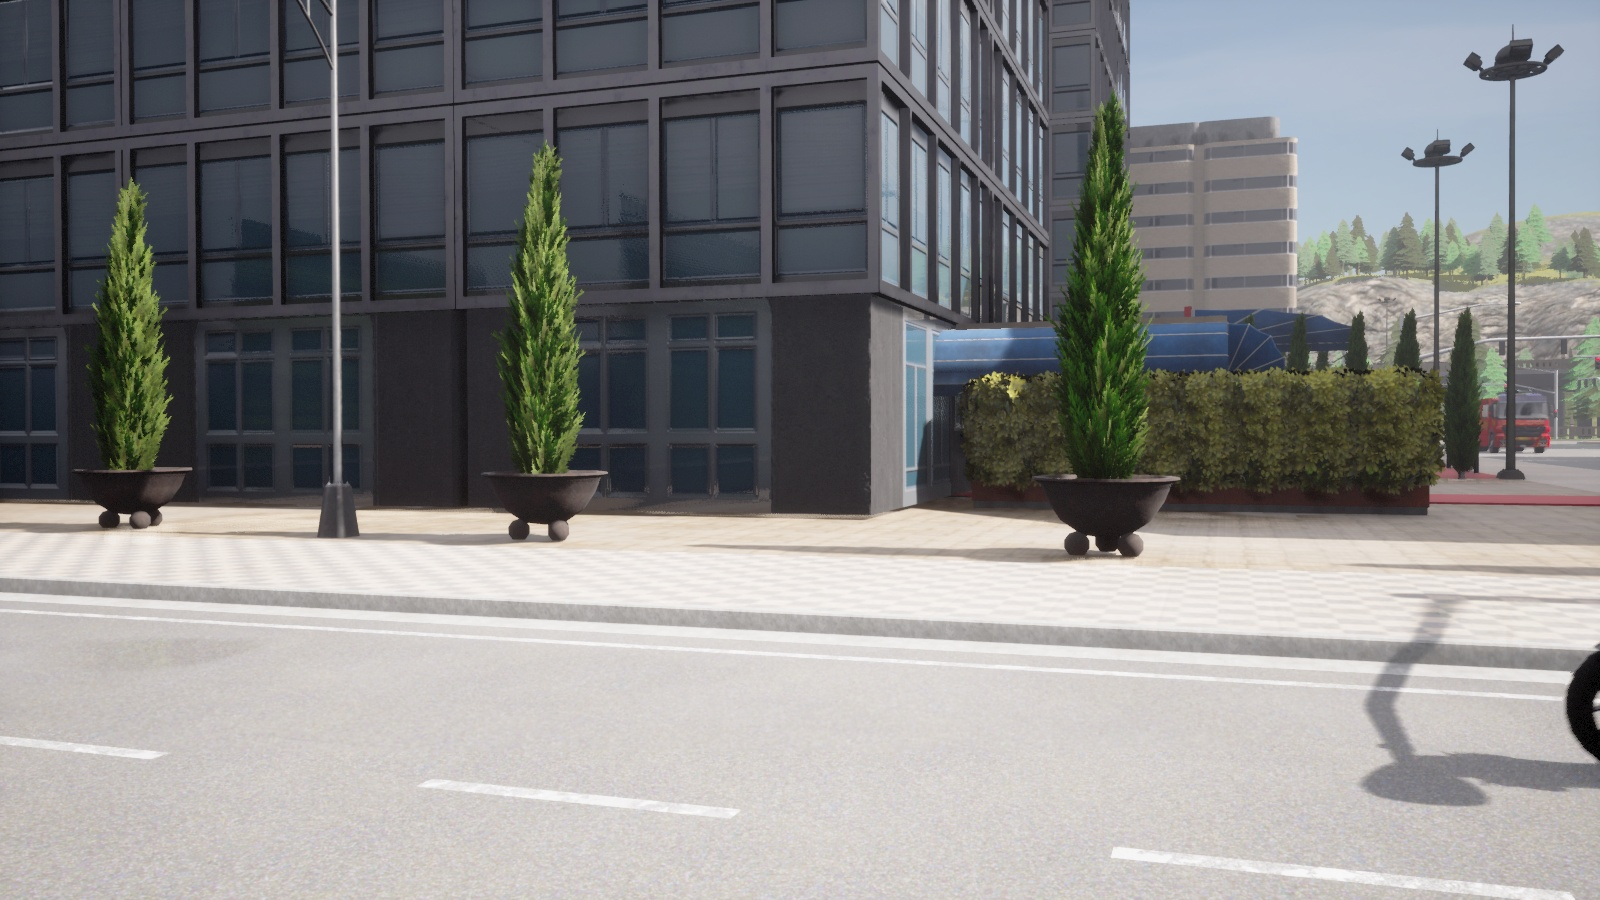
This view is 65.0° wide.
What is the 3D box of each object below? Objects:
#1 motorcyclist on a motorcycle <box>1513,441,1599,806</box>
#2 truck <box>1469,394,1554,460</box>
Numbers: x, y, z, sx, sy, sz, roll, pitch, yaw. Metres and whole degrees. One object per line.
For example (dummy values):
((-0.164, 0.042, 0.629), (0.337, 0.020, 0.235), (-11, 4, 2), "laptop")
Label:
((4.320, 0.738, 5.399), (2.044, 1.523, 0.797), (1, 2, 18), "motorcyclist on a motorcycle")
((43.671, -1.413, 77.342), (2.891, 3.827, 8.468), (1, 1, 18), "truck")
